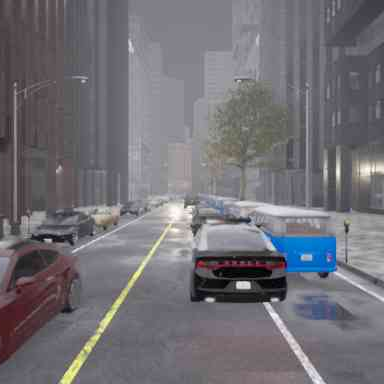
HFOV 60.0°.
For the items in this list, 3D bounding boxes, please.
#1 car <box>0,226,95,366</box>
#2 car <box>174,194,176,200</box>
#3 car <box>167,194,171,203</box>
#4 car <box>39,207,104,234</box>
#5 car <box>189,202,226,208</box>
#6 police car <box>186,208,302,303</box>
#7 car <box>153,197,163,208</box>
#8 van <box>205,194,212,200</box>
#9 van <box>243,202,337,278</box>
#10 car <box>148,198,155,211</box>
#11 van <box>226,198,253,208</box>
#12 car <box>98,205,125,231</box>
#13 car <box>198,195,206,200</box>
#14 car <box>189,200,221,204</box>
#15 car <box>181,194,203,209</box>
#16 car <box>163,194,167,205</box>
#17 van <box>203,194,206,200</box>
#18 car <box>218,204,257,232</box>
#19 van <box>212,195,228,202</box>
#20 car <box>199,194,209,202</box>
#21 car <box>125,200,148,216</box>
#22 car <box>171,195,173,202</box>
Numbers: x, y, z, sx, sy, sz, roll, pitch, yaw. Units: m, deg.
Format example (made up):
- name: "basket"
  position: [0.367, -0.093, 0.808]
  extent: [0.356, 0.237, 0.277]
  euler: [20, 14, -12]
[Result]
- name: "car"
  position: [-3.101, 1.529, 4.963]
  extent: [1.812, 1.442, 4.674]
  euler: [0, 0, 0]
- name: "car"
  position: [-5.765, 1.642, 82.893]
  extent: [1.887, 1.381, 4.507]
  euler: [0, 0, 0]
- name: "car"
  position: [-5.764, 1.622, 66.037]
  extent: [2.008, 1.369, 4.403]
  euler: [0, 0, 0]
- name: "car"
  position: [-5.763, 1.578, 15.468]
  extent: [1.947, 1.339, 4.313]
  euler: [0, 0, 0]
- name: "car"
  position: [0.900, 1.520, 18.294]
  extent: [1.837, 1.490, 4.892]
  euler: [0, 0, 0]
- name: "police car"
  position: [0.900, 1.431, 8.404]
  extent: [1.930, 1.638, 5.238]
  euler: [0, 0, 0]
- name: "car"
  position: [-5.764, 1.573, 49.011]
  extent: [1.752, 1.417, 4.829]
  euler: [0, 0, 0]
- name: "van"
  position: [2.761, 1.375, 37.950]
  extent: [1.690, 1.788, 3.998]
  euler: [0, 0, 0]
- name: "van"
  position: [2.762, 1.348, 9.858]
  extent: [1.690, 1.788, 3.998]
  euler: [0, 0, 0]
- name: "car"
  position: [-5.764, 1.600, 37.943]
  extent: [1.947, 1.339, 4.313]
  euler: [0, 0, 0]
- name: "van"
  position: [2.762, 1.353, 15.477]
  extent: [1.690, 1.788, 3.998]
  euler: [0, 0, 0]
- name: "car"
  position: [-5.763, 1.542, 20.917]
  extent: [1.752, 1.417, 4.829]
  euler: [0, 0, 0]
- name: "car"
  position: [2.760, 1.667, 94.134]
  extent: [2.008, 1.369, 4.403]
  euler: [0, 0, 0]
- name: "car"
  position: [0.900, 1.546, 24.294]
  extent: [1.812, 1.442, 4.674]
  euler: [0, 0, 0]
- name: "car"
  position: [0.023, 1.265, 46.236]
  extent: [2.150, 2.045, 5.566]
  euler: [0, 0, 1]
- name: "car"
  position: [-5.764, 1.495, 54.799]
  extent: [1.967, 1.590, 4.097]
  euler: [0, 0, 0]
- name: "van"
  position: [2.761, 1.382, 43.569]
  extent: [1.690, 1.788, 3.998]
  euler: [0, 0, 0]
- name: "car"
  position: [2.762, 1.562, 21.095]
  extent: [1.887, 1.381, 4.507]
  euler: [0, 0, 0]
- name: "van"
  position: [2.761, 1.363, 26.714]
  extent: [1.690, 1.788, 3.998]
  euler: [0, 0, 0]
- name: "car"
  position: [2.760, 1.403, 77.279]
  extent: [2.192, 1.841, 5.009]
  euler: [0, 0, 0]
- name: "car"
  position: [-5.764, 1.594, 32.324]
  extent: [1.947, 1.339, 4.313]
  euler: [0, 0, 0]
- name: "car"
  position: [-5.764, 1.630, 71.655]
  extent: [2.008, 1.369, 4.403]
  euler: [0, 0, 0]
